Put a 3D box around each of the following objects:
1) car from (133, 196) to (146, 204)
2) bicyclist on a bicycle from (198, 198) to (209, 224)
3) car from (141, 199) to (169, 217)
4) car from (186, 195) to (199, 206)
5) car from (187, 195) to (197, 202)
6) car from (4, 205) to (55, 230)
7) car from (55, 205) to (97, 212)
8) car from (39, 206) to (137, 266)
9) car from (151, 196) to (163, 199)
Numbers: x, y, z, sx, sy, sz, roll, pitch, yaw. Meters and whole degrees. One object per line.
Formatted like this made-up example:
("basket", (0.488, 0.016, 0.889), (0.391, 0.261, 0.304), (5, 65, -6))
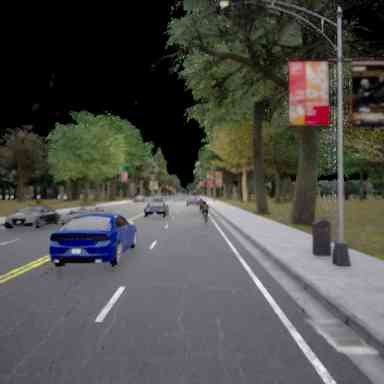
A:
("car", (-9.760, 1.406, 62.695), (1.812, 1.442, 4.674), (0, 0, 0))
("bicyclist on a bicycle", (0.894, 1.414, 22.020), (0.582, 1.620, 1.656), (0, 0, 0))
("car", (-3.149, 1.545, 30.425), (1.895, 1.301, 4.718), (0, 0, 0))
("car", (0.066, 1.446, 52.014), (2.033, 1.411, 5.357), (0, 0, 0))
("car", (0.007, 1.420, 74.462), (1.994, 1.385, 4.181), (0, 0, 0))
("car", (-9.846, 1.527, 20.875), (1.994, 1.385, 4.181), (0, 0, 0))
("car", (-6.595, 1.527, 20.929), (1.994, 1.385, 4.181), (0, 0, 0))
("car", (-3.151, 1.458, 11.528), (1.882, 1.535, 5.008), (0, 0, 0))
("car", (-6.504, 1.429, 62.661), (2.033, 1.411, 5.357), (0, 0, 0))
